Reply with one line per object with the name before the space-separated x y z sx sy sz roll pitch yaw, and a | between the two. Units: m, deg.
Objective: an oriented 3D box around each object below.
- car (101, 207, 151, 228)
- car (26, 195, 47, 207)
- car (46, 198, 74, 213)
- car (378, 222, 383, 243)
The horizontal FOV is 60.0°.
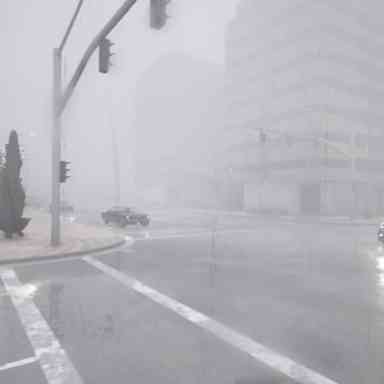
car | -4.705 1.709 23.283 1.895 1.301 4.718 1 0 -35
car | -25.019 1.534 52.910 2.097 1.767 4.553 1 0 -35
car | -15.023 1.719 38.246 1.895 1.301 4.718 1 0 -35
car | 10.790 1.540 15.733 4.553 1.767 2.097 1 0 -35
